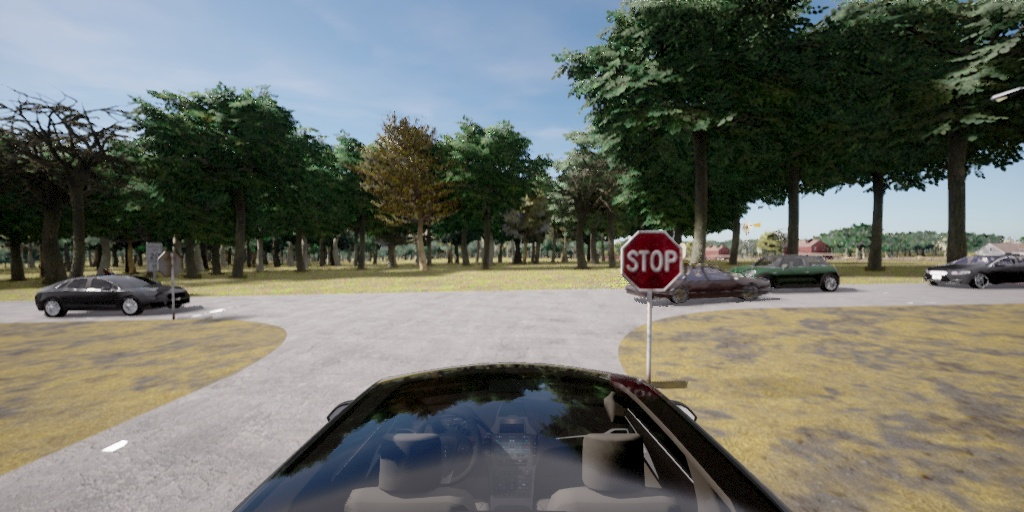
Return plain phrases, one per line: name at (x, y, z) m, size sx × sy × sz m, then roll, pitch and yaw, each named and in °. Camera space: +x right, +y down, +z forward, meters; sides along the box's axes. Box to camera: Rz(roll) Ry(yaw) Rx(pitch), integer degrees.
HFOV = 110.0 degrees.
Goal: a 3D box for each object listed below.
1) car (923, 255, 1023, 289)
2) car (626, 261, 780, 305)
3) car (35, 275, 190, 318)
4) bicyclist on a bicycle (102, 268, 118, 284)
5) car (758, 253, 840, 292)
car at (22.609, 0.699, 17.013) m, size 4.902 × 1.511 × 2.128 m, roll -1°, pitch 1°, yaw 0°
car at (7.360, 1.078, 14.339) m, size 5.357 × 1.411 × 2.033 m, roll -1°, pitch 1°, yaw -9°
car at (-15.587, 1.497, 14.138) m, size 4.892 × 1.490 × 1.837 m, roll -1°, pitch 1°, yaw 0°
bicyclist on a bicycle at (-22.620, 1.515, 20.123) m, size 0.582 × 1.620 × 1.656 m, roll -1°, pitch 0°, yaw 0°
car at (12.590, 0.739, 16.971) m, size 4.553 × 1.767 × 2.097 m, roll -1°, pitch 1°, yaw -1°
